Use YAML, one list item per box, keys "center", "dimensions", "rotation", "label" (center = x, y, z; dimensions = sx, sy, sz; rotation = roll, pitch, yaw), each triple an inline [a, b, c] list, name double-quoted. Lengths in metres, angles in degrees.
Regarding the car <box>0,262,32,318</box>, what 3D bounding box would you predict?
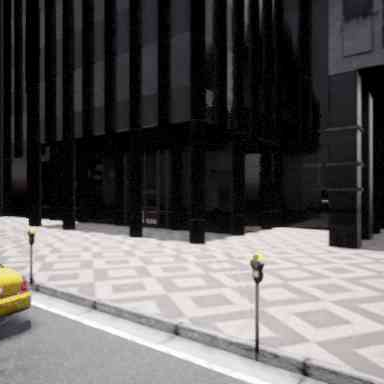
- center: [-4.944, 1.546, 6.374]
  dimensions: [4.829, 1.417, 1.752]
  rotation: [0, 0, 37]
  label: "car"
